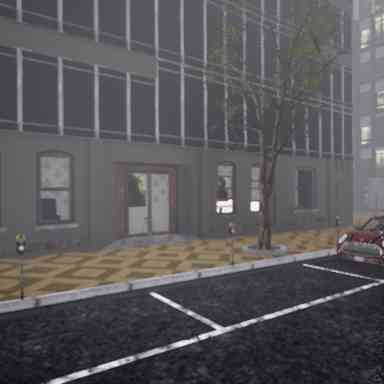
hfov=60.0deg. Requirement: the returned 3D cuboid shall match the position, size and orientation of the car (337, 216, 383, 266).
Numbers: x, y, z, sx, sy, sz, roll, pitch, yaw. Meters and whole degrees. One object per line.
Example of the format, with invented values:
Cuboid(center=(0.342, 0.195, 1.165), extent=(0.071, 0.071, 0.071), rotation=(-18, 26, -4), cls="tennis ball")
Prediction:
Cuboid(center=(6.761, 1.551, 11.400), extent=(4.097, 1.590, 1.967), rotation=(1, -1, -35), cls="car")
